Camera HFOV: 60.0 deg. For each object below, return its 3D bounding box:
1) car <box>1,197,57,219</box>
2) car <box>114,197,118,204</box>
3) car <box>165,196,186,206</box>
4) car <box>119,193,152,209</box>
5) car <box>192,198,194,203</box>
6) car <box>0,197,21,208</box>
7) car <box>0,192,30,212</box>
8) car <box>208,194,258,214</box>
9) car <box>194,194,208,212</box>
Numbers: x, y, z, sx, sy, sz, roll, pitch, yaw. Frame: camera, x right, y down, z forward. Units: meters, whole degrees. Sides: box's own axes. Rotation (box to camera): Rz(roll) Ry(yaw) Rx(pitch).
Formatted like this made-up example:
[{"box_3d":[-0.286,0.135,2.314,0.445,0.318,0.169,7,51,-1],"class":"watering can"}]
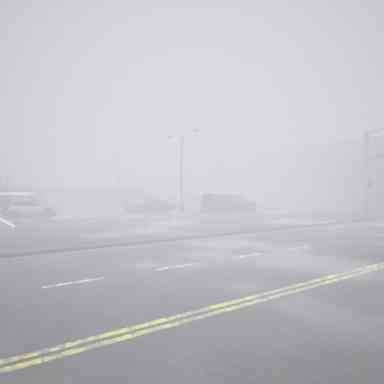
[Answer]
[{"box_3d":[-13.198,1.392,27.264,3.806,1.475,1.970,0,0,-35],"class":"car"},{"box_3d":[-10.411,1.392,53.513,3.806,1.475,1.970,0,0,-35],"class":"car"},{"box_3d":[-3.034,1.527,69.253,1.837,1.490,4.892,0,0,-34],"class":"car"},{"box_3d":[-8.747,1.153,51.143,3.866,1.878,1.905,0,0,-35],"class":"car"},{"box_3d":[1.686,1.526,68.487,1.994,1.385,4.181,0,0,-34],"class":"car"},{"box_3d":[-24.656,1.360,43.404,3.905,1.438,1.784,0,0,-35],"class":"car"},{"box_3d":[-23.035,1.150,41.003,4.605,1.855,1.932,0,0,-35],"class":"car"},{"box_3d":[4.250,1.150,32.755,4.605,1.855,1.932,0,0,-35],"class":"car"},{"box_3d":[2.622,1.153,35.149,3.866,1.878,1.905,0,0,-35],"class":"car"}]
